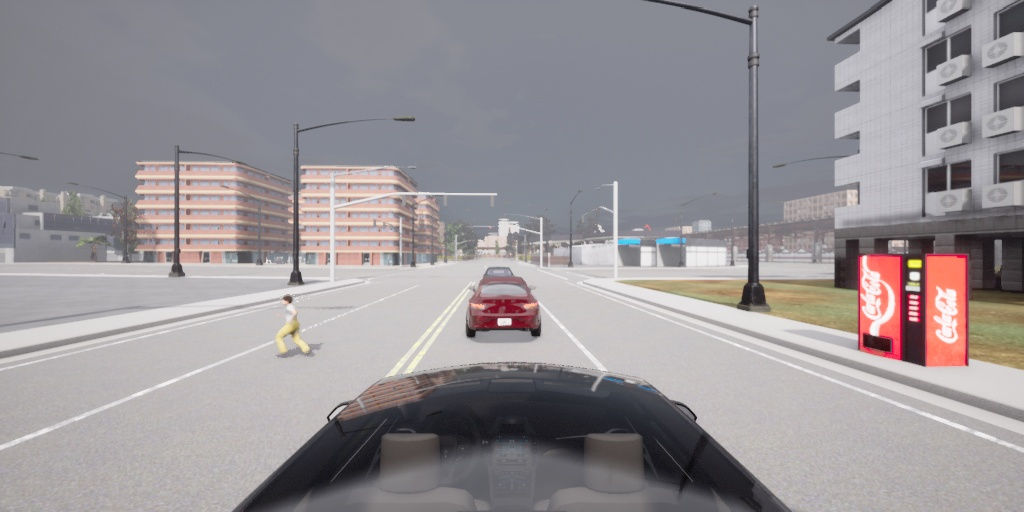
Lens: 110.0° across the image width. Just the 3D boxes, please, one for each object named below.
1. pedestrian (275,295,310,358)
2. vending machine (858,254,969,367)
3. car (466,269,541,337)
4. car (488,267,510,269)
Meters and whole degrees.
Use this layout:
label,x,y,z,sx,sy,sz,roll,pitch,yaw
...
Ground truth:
label,x,y,z,sx,sy,sz,roll,pitch,yaw
pedestrian,-4.287,1.323,6.996,0.375,1.300,0.375,0,0,-3
vending machine,7.223,0.944,6.523,1.100,2.100,0.880,0,0,-3
car,-0.269,1.274,10.155,1.812,1.442,4.674,0,0,-3
car,-0.727,1.294,19.729,2.033,1.411,5.357,0,0,-3
